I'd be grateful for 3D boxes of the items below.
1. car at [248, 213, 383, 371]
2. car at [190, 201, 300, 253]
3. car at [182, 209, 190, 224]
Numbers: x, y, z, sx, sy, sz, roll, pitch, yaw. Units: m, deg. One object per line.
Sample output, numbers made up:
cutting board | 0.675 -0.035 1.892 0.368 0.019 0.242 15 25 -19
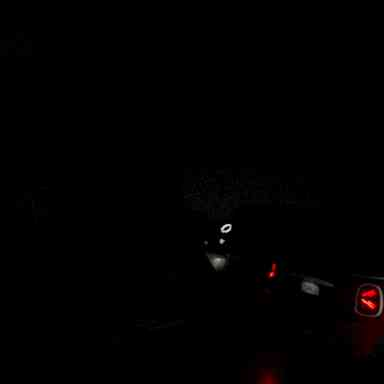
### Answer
car | 3.428 1.317 5.618 4.553 1.767 2.097 0 0 -31
car | 2.511 1.277 13.350 4.553 1.767 2.097 0 0 -28
car | -0.673 1.481 15.579 4.181 1.385 1.994 0 0 -29
